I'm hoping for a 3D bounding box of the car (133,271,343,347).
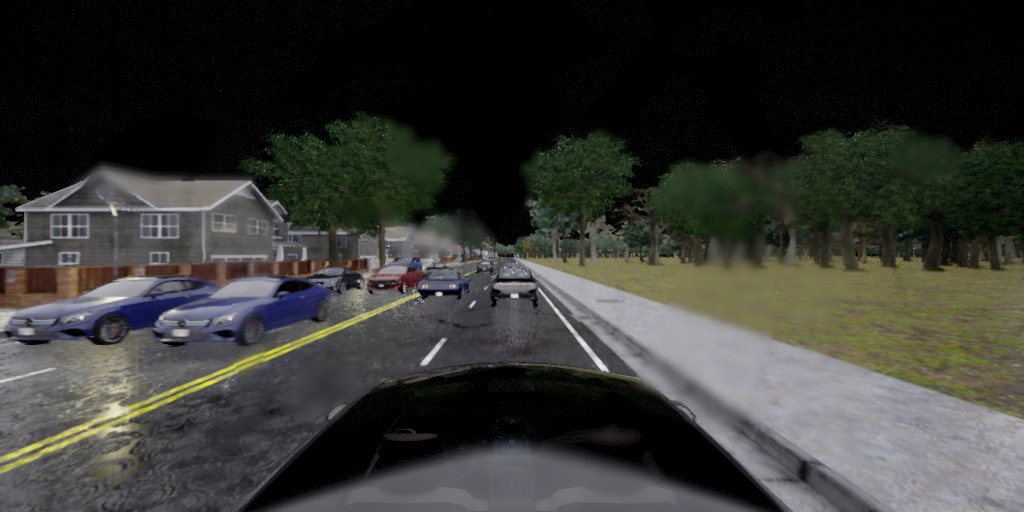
[{"bbox_3d":[-6.556,1.276,9.458,1.812,1.442,4.674,0,0,0],"label":"car"}]

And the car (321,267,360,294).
[{"bbox_3d":[-9.808,1.316,19.933,1.994,1.385,4.181,0,0,-1],"label":"car"}]

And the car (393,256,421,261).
[{"bbox_3d":[-9.767,0.980,32.949,2.150,2.045,5.566,0,0,0],"label":"car"}]

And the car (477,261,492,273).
[{"bbox_3d":[-3.151,1.280,43.297,1.812,1.442,4.674,0,0,0],"label":"car"}]

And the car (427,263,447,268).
[{"bbox_3d":[-6.533,1.318,31.695,1.994,1.385,4.181,0,0,1],"label":"car"}]

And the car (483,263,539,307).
[{"bbox_3d":[0.100,1.243,15.491,2.128,1.511,4.902,0,0,0],"label":"car"}]

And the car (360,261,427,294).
[{"bbox_3d":[-6.549,1.230,20.513,1.882,1.535,5.008,0,0,0],"label":"car"}]

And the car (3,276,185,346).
[{"bbox_3d":[-9.806,1.276,9.591,1.812,1.442,4.674,0,0,0],"label":"car"}]

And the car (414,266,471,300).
[{"bbox_3d":[-3.149,1.353,17.745,1.895,1.301,4.718,0,0,0],"label":"car"}]
